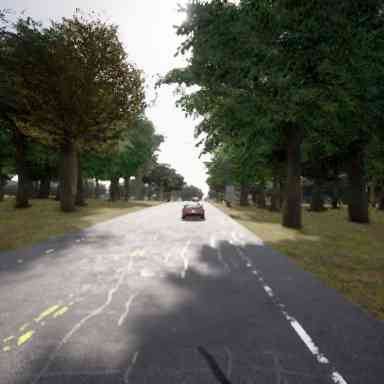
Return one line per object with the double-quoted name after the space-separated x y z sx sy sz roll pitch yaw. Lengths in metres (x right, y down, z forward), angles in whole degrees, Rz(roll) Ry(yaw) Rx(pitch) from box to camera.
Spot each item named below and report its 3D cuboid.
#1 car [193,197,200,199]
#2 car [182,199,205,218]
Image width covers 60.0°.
1.029 2.213 90.672 1.994 1.385 4.181 0 -1 1 "car"
0.116 1.612 30.202 1.994 1.385 4.181 0 0 0 "car"
